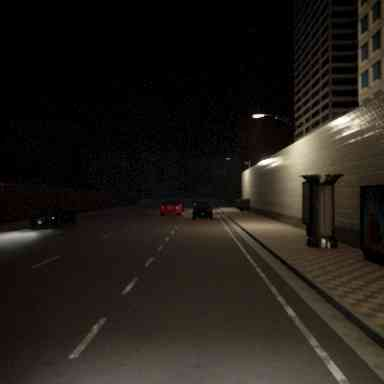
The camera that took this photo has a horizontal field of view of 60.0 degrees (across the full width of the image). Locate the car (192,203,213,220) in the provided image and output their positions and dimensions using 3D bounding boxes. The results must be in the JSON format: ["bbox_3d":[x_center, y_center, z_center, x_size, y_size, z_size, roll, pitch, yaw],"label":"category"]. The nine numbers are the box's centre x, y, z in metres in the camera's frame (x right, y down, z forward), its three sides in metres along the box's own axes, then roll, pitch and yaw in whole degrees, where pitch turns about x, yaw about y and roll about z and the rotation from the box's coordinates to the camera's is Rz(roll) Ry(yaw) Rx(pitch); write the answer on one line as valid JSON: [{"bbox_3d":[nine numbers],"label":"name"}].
[{"bbox_3d":[1.034,1.839,32.177,1.882,1.535,5.008,0,-1,2],"label":"car"}]

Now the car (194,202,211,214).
[{"bbox_3d":[1.360,2.046,43.050,1.994,1.385,4.181,0,-1,2],"label":"car"}]

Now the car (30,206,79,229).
[{"bbox_3d":[-9.893,1.756,24.228,2.128,1.511,4.902,0,-1,2],"label":"car"}]

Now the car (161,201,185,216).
[{"bbox_3d":[-2.308,1.776,38.075,2.097,1.767,4.553,0,-1,2],"label":"car"}]

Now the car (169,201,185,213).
[{"bbox_3d":[-2.064,2.029,47.027,1.837,1.490,4.892,0,-1,2],"label":"car"}]
